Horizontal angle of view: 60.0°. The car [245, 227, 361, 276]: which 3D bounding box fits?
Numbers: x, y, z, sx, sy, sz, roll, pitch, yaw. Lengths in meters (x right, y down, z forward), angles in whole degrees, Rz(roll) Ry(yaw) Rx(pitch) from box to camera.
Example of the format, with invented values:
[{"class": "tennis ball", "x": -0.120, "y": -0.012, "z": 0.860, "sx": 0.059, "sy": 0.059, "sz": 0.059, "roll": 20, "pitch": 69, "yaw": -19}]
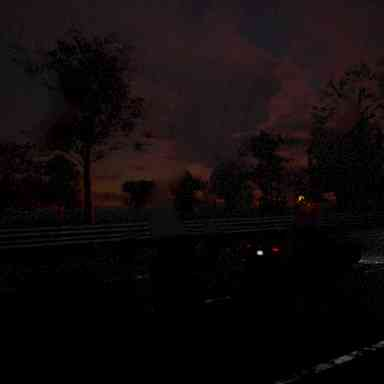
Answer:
[{"class": "car", "x": 3.943, "y": 1.942, "z": 11.730, "sx": 4.181, "sy": 1.385, "sz": 1.994, "roll": 0, "pitch": -3, "yaw": -29}]
